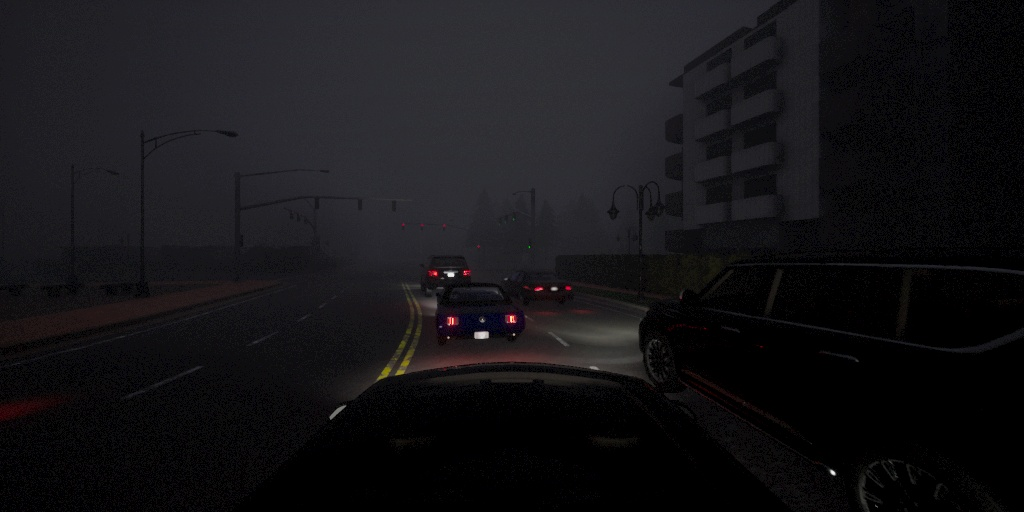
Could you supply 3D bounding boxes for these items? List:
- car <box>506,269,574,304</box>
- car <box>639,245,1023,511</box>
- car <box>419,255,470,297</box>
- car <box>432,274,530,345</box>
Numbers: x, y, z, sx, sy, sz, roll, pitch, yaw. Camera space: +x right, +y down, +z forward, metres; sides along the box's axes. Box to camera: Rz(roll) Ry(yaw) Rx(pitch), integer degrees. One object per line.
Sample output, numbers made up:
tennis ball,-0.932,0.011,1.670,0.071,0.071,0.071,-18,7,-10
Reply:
car,0.910,1.298,16.062,2.033,1.411,5.357,0,0,-16
car,3.308,0.967,3.659,2.150,2.045,5.566,0,-1,-3
car,-3.614,0.971,19.025,2.150,2.045,5.566,0,0,-18
car,-1.078,1.351,9.590,1.895,1.301,4.718,0,0,-12
